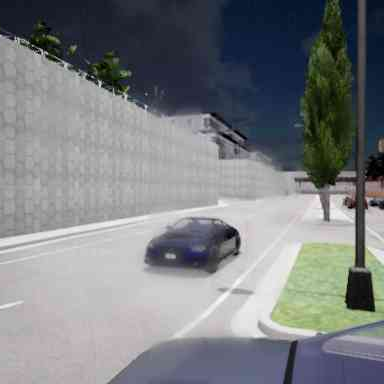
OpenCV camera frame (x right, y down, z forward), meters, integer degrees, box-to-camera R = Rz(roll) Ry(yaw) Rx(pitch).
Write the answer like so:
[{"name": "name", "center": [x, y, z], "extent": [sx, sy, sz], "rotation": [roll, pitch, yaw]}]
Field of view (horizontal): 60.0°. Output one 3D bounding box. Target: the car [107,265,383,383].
[{"name": "car", "center": [1.766, 1.550, 1.759], "extent": [5.357, 1.411, 2.033], "rotation": [0, 0, 20]}]

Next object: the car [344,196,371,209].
[{"name": "car", "center": [21.472, 1.273, 43.355], "extent": [2.097, 1.767, 4.553], "rotation": [0, 0, 21]}]

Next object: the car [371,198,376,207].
[{"name": "car", "center": [26.962, 1.495, 48.203], "extent": [1.994, 1.385, 4.181], "rotation": [0, 0, 21]}]

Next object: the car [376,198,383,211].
[{"name": "car", "center": [24.050, 1.516, 40.328], "extent": [1.994, 1.385, 4.181], "rotation": [0, 0, 22]}]

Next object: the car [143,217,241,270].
[{"name": "car", "center": [0.198, 1.514, 10.631], "extent": [1.994, 1.385, 4.181], "rotation": [0, 0, 23]}]
